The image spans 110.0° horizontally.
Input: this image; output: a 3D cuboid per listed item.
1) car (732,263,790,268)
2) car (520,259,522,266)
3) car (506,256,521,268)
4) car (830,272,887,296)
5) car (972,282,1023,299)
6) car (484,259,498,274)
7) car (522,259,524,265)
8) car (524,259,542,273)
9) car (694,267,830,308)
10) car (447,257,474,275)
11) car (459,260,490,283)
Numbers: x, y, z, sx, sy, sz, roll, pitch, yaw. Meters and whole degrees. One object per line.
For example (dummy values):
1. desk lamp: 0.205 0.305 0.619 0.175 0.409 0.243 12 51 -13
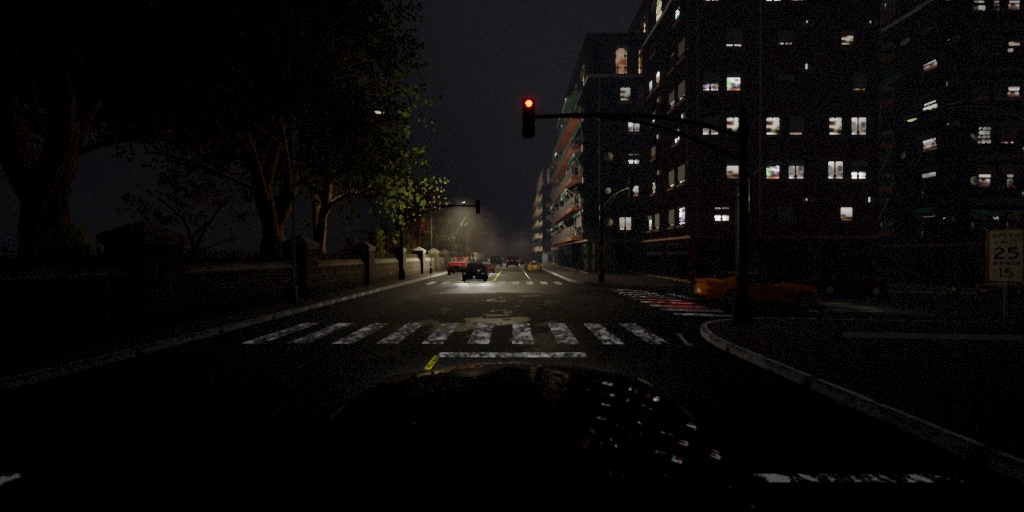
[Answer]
1. car: 14.621 1.336 22.106 5.009 1.841 2.192 0 0 0
2. car: 2.749 1.310 55.310 2.007 1.370 4.403 0 0 0
3. car: 0.068 0.986 63.637 2.150 2.045 5.566 0 0 0
4. car: 20.316 1.669 22.118 4.507 1.381 1.888 0 0 0
5. car: 31.538 1.855 22.141 4.829 1.417 1.751 0 0 0
6. car: -3.055 1.316 42.022 1.994 1.385 4.181 0 0 0
7. car: 2.743 1.302 49.774 1.888 1.381 4.507 0 0 0
8. car: 2.737 1.279 44.409 1.751 1.417 4.829 0 0 0
9. car: 11.085 1.461 16.437 5.008 1.535 1.882 1 1 2
10. car: -5.649 1.066 38.713 2.192 1.841 5.009 0 0 0
11. car: -2.900 1.274 28.555 1.812 1.442 4.674 0 0 -3
